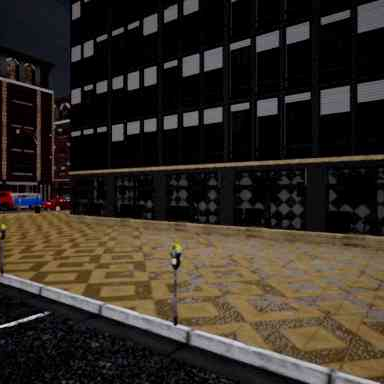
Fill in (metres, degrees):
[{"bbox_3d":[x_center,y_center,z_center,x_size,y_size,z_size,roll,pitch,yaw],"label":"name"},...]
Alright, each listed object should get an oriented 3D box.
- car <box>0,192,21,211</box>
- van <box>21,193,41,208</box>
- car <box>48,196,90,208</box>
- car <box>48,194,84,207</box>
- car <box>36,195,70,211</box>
[{"bbox_3d":[-21.009,0.995,33.738,2.150,2.045,5.566,0,1,35],"label":"car"},{"bbox_3d":[-19.951,1.042,39.555,1.690,1.788,3.998,1,1,35],"label":"van"},{"bbox_3d":[-15.350,1.251,41.866,1.895,1.301,4.718,0,1,35],"label":"car"},{"bbox_3d":[-16.716,1.072,44.196,1.967,1.590,4.097,1,1,35],"label":"car"},{"bbox_3d":[-13.474,1.263,35.072,1.887,1.381,4.507,1,1,35],"label":"car"}]
